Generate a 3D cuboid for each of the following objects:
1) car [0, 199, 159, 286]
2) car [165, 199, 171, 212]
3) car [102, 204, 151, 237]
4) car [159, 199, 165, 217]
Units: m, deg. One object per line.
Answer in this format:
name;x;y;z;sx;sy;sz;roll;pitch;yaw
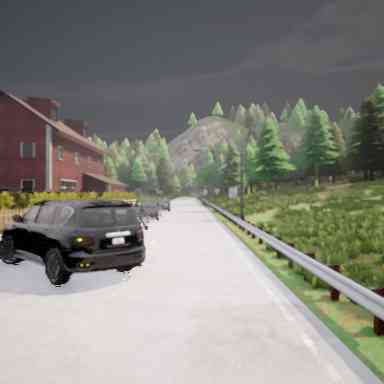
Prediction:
car;-3.657;1.229;9.744;5.566;2.045;2.150;0;0;44
car;-3.577;1.583;39.765;1.994;1.385;4.181;0;0;1
car;-3.603;1.514;19.157;1.837;1.490;4.892;0;0;0
car;-3.604;1.518;28.253;1.837;1.490;4.892;0;0;0
